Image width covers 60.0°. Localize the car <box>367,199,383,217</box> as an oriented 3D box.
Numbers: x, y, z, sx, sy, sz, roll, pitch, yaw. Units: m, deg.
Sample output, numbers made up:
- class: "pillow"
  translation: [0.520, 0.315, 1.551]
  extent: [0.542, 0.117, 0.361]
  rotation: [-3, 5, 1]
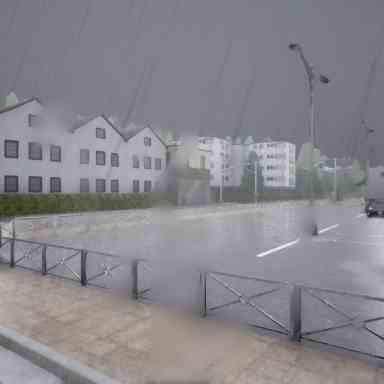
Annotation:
- class: "car"
  translation: [15.412, 1.298, 26.820]
  extent: [2.007, 1.523, 4.514]
  rotation: [0, 0, 35]
